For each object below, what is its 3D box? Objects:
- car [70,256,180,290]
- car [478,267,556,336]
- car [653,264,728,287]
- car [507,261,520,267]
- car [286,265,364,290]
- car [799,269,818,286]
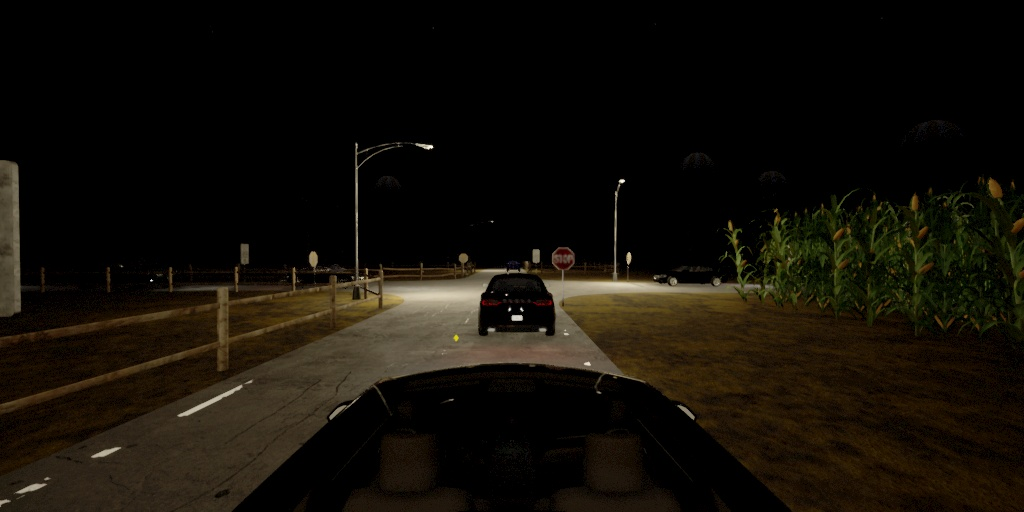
[{"bbox_3d":[-24.845,1.053,23.136,5.566,2.045,2.150,1,1,0],"label":"car"},{"bbox_3d":[0.119,1.235,10.456,1.882,1.535,5.008,0,0,0],"label":"car"},{"bbox_3d":[12.782,1.350,25.818,5.008,1.535,1.882,0,1,-1],"label":"car"},{"bbox_3d":[0.212,1.485,54.410,1.882,1.535,5.008,0,-1,0],"label":"car"},{"bbox_3d":[-11.774,1.309,22.979,4.902,1.511,2.128,0,1,4],"label":"car"},{"bbox_3d":[23.204,1.463,25.800,4.902,1.511,2.128,1,1,0],"label":"car"}]
